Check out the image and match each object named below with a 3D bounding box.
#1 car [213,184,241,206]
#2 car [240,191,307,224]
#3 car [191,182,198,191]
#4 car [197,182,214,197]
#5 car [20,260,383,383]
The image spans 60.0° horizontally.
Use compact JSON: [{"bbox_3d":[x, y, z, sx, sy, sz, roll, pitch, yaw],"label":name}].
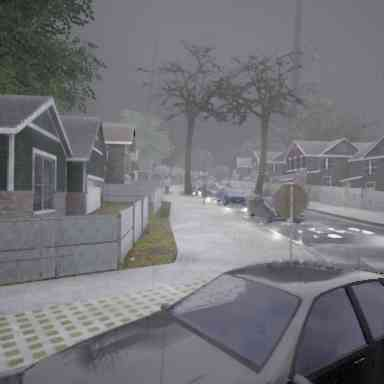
[{"bbox_3d":[3.472,0.317,29.386,1.882,1.535,5.008,1,3,-6],"label":"car"},{"bbox_3d":[4.576,0.891,18.982,2.033,1.411,5.357,1,3,-6],"label":"car"},{"bbox_3d":[0.657,-0.964,56.697,2.128,1.511,4.902,1,2,-6],"label":"car"},{"bbox_3d":[2.277,-0.217,40.713,2.128,1.511,4.902,1,3,-6],"label":"car"},{"bbox_3d":[1.070,1.559,3.645,5.357,1.411,2.033,0,0,-34],"label":"car"}]
